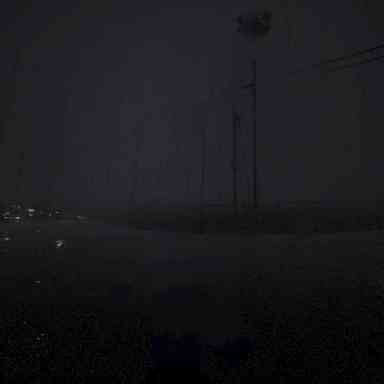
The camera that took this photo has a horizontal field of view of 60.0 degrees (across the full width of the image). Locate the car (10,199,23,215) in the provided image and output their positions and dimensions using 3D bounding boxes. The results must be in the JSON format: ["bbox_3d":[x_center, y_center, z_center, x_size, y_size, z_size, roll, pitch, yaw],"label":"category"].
[{"bbox_3d":[-17.141,1.483,33.785,1.812,1.442,4.674,-1,0,-36],"label":"car"}]

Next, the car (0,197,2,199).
[{"bbox_3d":[-22.966,1.558,41.842,1.895,1.301,4.718,-1,0,-36],"label":"car"}]

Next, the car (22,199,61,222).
[{"bbox_3d":[-11.920,1.461,26.565,1.837,1.490,4.892,-1,0,-36],"label":"car"}]

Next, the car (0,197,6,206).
[{"bbox_3d":[-31.350,1.523,53.545,1.994,1.385,4.181,-1,0,-35],"label":"car"}]

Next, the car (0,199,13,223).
[{"bbox_3d":[-14.761,1.489,24.520,1.837,1.490,4.892,-1,0,-36],"label":"car"}]
